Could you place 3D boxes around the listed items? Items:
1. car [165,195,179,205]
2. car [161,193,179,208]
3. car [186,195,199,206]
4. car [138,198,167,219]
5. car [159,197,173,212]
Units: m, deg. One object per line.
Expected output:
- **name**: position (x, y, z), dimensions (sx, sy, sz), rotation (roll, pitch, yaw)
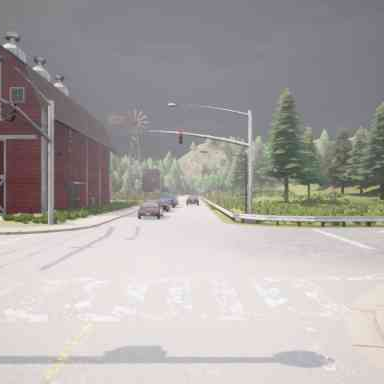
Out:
- **car**: position (-3.464, 1.352, 58.241), dimensions (2.097, 1.767, 4.553), rotation (0, 0, 0)
- **car**: position (-3.507, 1.221, 48.161), dimensions (2.150, 2.045, 5.566), rotation (0, 0, 1)
- **car**: position (0.094, 1.352, 55.549), dimensions (2.097, 1.767, 4.553), rotation (0, 0, 0)
- **car**: position (-3.551, 1.526, 29.143), dimensions (1.812, 1.442, 4.674), rotation (0, 0, 0)
- **car**: position (-3.535, 1.601, 38.304), dimensions (1.895, 1.301, 4.718), rotation (0, 0, 0)
